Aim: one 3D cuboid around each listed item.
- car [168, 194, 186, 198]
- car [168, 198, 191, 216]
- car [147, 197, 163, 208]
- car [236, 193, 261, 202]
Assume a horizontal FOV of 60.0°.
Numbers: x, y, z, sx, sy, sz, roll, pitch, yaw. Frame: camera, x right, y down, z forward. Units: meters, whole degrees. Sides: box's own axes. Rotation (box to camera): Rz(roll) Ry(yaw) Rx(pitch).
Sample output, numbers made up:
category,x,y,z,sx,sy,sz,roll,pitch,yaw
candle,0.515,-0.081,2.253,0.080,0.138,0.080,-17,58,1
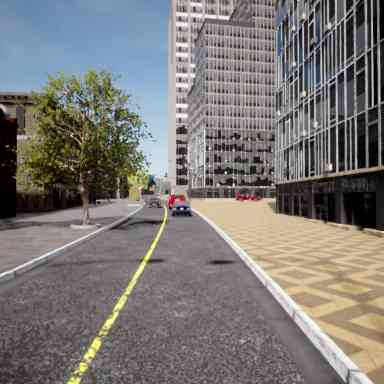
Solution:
category,x,y,z,sx,sy,sz,roll,pitch,yaw
car,-1.936,1.230,43.079,2.150,2.045,5.566,0,0,-5
car,-1.081,1.555,32.325,2.033,1.411,5.357,0,0,-4
car,-5.247,1.509,47.002,1.837,1.490,4.892,0,0,-6
car,11.588,1.213,68.747,5.009,1.841,2.192,0,-1,13
